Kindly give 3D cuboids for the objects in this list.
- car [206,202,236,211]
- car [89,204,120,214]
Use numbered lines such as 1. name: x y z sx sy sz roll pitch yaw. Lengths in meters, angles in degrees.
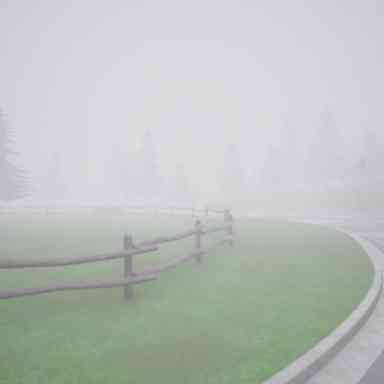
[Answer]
1. car: 4.386 2.200 51.145 5.008 1.535 1.882 -1 -2 42
2. car: -12.249 2.432 46.705 4.181 1.385 1.994 -1 -1 20
